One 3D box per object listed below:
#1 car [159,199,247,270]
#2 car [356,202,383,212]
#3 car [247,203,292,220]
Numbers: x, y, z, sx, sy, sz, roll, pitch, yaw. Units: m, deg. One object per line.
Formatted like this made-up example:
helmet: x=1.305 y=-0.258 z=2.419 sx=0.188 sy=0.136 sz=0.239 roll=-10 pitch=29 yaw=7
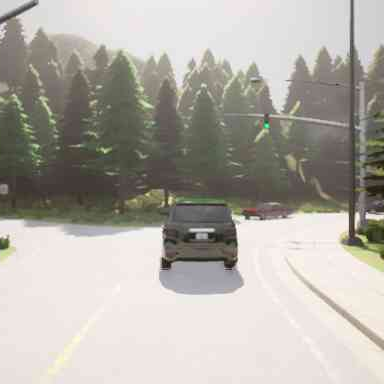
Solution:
car: x=0.081 y=1.226 z=11.248 sx=2.150 sy=2.045 sz=5.566 roll=0 pitch=0 yaw=-4
car: x=19.354 y=1.489 z=34.142 sx=5.008 sy=1.535 sz=1.882 roll=0 pitch=0 yaw=-9
car: x=6.365 y=1.610 z=28.268 sx=4.718 sy=1.301 sz=1.895 roll=0 pitch=0 yaw=-38
